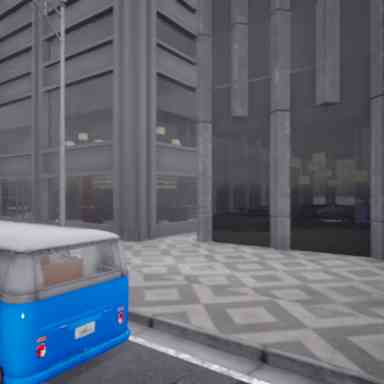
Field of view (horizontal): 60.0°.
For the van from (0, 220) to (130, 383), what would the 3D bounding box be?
[{"bbox_3d":[-2.740,1.363,4.912,3.998,1.788,1.690,0,0,35],"label":"van"}]
